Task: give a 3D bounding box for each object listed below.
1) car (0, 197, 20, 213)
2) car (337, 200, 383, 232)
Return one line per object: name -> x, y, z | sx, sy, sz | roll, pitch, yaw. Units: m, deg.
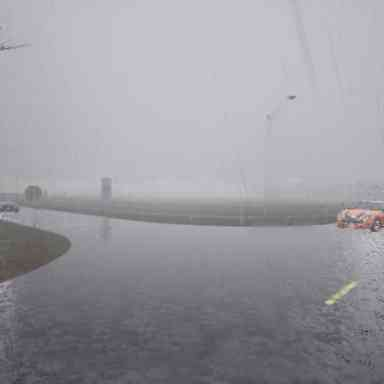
car -> -16.292, 1.109, 28.352 | 4.181, 1.385, 1.994 | 1, 1, 44
car -> 10.676, 1.319, 19.994 | 4.553, 1.767, 2.097 | 0, 1, -39
